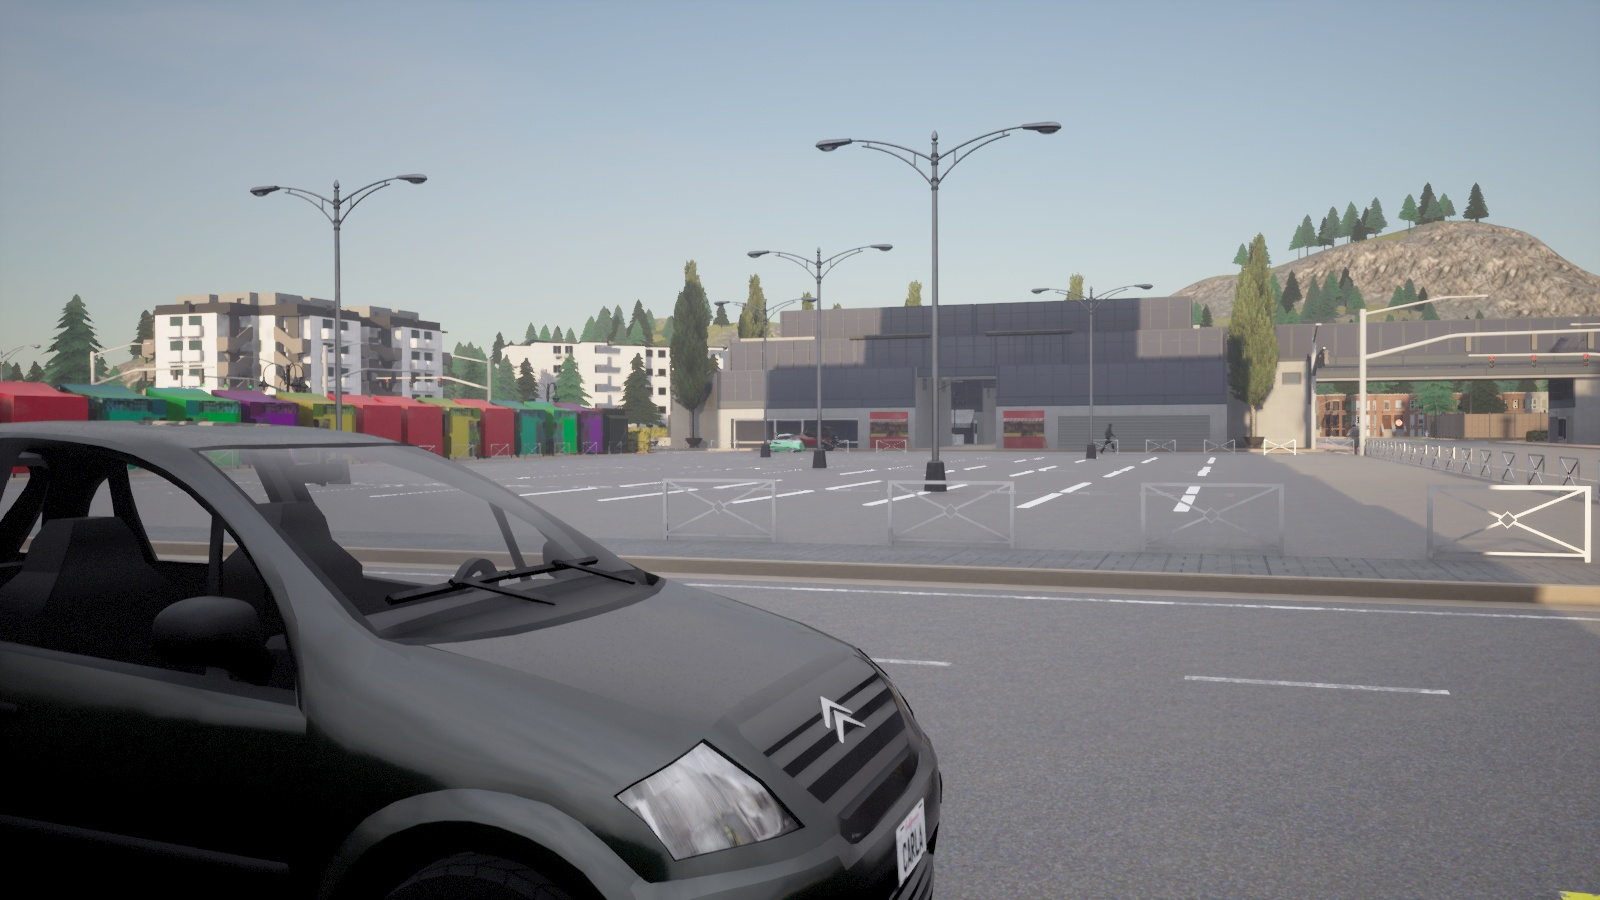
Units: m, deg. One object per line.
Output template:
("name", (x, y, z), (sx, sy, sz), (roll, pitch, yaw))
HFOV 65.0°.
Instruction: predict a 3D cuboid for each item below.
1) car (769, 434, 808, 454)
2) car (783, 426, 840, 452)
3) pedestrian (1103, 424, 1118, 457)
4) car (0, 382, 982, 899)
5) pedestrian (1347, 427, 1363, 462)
("car", (-0.758, -0.408, 83.988), (2.207, 1.376, 1.481), (0, 1, 20))
("car", (0.849, -0.831, 94.590), (3.866, 1.878, 1.905), (1, 1, 20))
("pedestrian", (18.007, -0.558, 72.871), (0.788, 1.949, 0.423), (1, 1, 21))
("car", (-1.613, 0.659, 3.733), (3.988, 1.617, 1.851), (1, 1, 19))
("pedestrian", (31.104, -0.336, 70.423), (0.659, 1.952, 0.873), (0, 1, 13))
